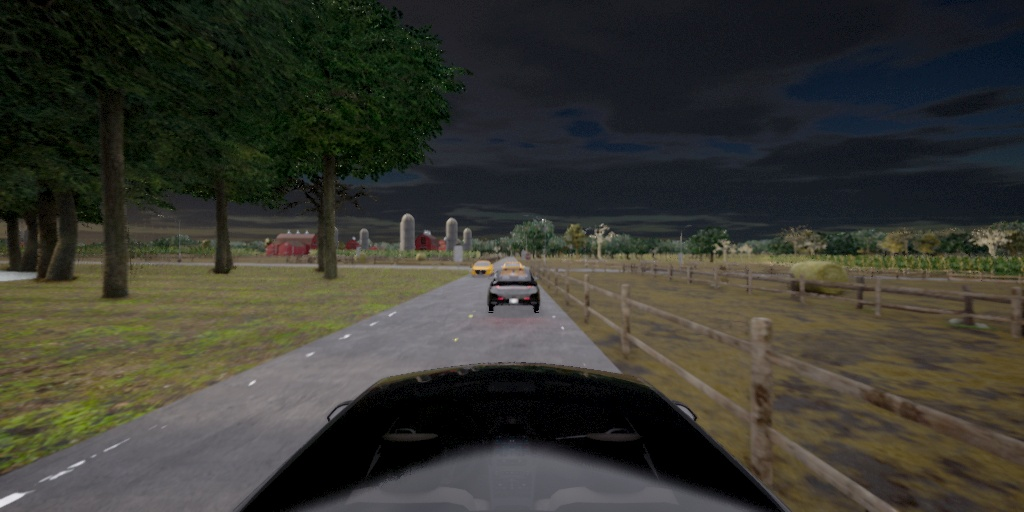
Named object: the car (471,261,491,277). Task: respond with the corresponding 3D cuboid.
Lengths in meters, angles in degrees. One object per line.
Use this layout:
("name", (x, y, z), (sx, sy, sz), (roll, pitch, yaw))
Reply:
("car", (-2.818, 1.223, 34.935), (1.882, 1.535, 5.008), (0, 0, 0))

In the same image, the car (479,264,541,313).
("car", (0.073, 1.248, 14.097), (2.128, 1.511, 4.902), (0, 0, 0))

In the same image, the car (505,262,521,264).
("car", (0.083, 1.228, 29.761), (1.882, 1.535, 5.008), (0, 0, 0))
